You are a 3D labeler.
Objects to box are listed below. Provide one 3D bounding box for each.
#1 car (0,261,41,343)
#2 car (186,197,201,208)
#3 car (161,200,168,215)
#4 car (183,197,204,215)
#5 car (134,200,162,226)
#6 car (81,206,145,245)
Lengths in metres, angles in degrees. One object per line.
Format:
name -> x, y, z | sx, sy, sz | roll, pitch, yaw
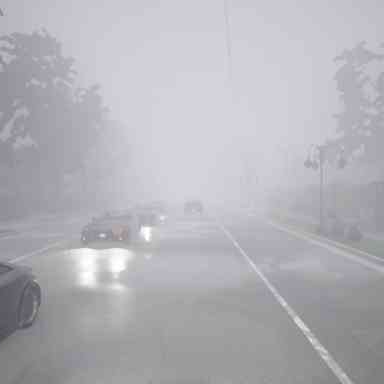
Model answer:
car -> -3.596, 1.556, 4.092 | 1.994, 1.385, 4.181 | 0, 0, -1
car -> 0.186, 1.446, 47.305 | 1.994, 1.385, 4.181 | 0, 0, 1
car -> -3.423, 1.481, 33.747 | 2.033, 1.411, 5.357 | 0, 0, 1
car -> 0.154, 1.441, 33.333 | 1.837, 1.490, 4.892 | 0, 1, 1
car -> -3.439, 1.523, 23.054 | 1.994, 1.385, 4.181 | 0, 0, 0
car -> -3.556, 1.534, 15.193 | 1.994, 1.385, 4.181 | 0, 0, 0
